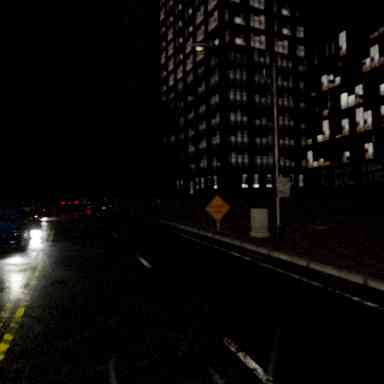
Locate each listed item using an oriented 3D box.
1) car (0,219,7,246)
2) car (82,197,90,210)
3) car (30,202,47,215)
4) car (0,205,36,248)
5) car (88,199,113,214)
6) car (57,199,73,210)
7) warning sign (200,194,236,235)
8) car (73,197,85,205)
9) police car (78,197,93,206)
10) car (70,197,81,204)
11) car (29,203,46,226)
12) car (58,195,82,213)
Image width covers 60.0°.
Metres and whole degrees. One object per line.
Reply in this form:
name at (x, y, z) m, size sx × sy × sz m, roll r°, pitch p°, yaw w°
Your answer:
car at (-5.315, 1.578, 6.462) m, size 2.128 × 1.511 × 4.902 m, roll -1°, pitch 0°, yaw -20°
car at (-14.245, 1.689, 46.957) m, size 2.128 × 1.511 × 4.902 m, roll -1°, pitch 0°, yaw -23°
car at (-15.830, 1.759, 33.900) m, size 1.812 × 1.442 × 4.674 m, roll -1°, pitch 0°, yaw -23°
car at (-8.528, 1.604, 15.176) m, size 1.882 × 1.535 × 5.008 m, roll -1°, pitch 0°, yaw -21°
car at (-10.182, 1.691, 37.465) m, size 1.994 × 1.385 × 4.181 m, roll -1°, pitch 0°, yaw -22°
car at (-19.550, 1.841, 51.151) m, size 2.033 × 1.411 × 5.357 m, roll -1°, pitch 0°, yaw -24°
warning sign at (1.241, 1.060, 16.041) m, size 1.300 × 1.860 × 1.060 m, roll -2°, pitch 0°, yaw -20°
car at (-24.230, 1.865, 71.069) m, size 1.882 × 1.535 × 5.008 m, roll -1°, pitch 0°, yaw -26°
police car at (-19.956, 1.730, 62.047) m, size 1.930 × 1.638 × 5.238 m, roll -1°, pitch 0°, yaw -25°
car at (-26.890, 1.967, 76.508) m, size 1.812 × 1.442 × 4.674 m, roll -1°, pitch 0°, yaw -26°
car at (-12.035, 1.776, 24.316) m, size 1.895 × 1.301 × 4.718 m, roll -1°, pitch 0°, yaw -21°
car at (-15.323, 1.440, 41.398) m, size 2.150 × 2.045 × 5.566 m, roll -1°, pitch 0°, yaw -23°
